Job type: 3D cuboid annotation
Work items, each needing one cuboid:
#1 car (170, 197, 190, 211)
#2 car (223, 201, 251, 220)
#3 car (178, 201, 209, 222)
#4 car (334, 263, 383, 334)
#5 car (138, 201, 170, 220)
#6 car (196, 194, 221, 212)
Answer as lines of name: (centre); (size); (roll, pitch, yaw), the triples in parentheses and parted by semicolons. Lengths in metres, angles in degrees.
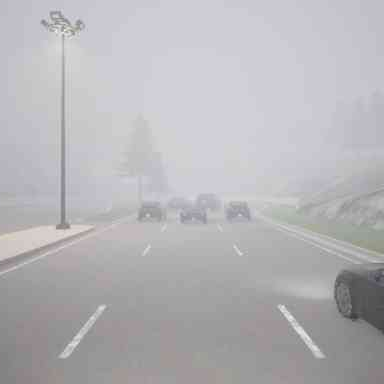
car: (-1.391, 1.352, 40.026); (2.097, 1.767, 4.553); (0, 0, 14)
car: (3.767, 1.506, 27.830); (1.837, 1.490, 4.892); (0, 0, 2)
car: (0.179, 1.601, 25.782); (1.895, 1.301, 4.718); (0, 0, 2)
car: (3.597, 1.526, 4.374); (1.812, 1.442, 4.674); (0, 0, 0)
car: (-3.241, 1.505, 27.713); (1.837, 1.490, 4.892); (0, 0, 2)
car: (1.982, 1.222, 39.404); (2.150, 2.045, 5.566); (0, 0, 15)
